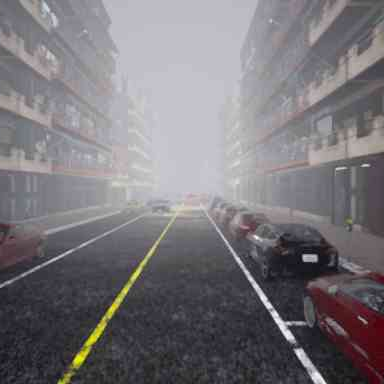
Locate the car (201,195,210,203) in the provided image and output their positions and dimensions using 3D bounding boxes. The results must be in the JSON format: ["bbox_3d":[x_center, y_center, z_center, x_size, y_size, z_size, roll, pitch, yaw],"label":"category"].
[{"bbox_3d":[2.681,1.323,66.651,1.752,1.417,4.829,-1,0,0],"label":"car"}]

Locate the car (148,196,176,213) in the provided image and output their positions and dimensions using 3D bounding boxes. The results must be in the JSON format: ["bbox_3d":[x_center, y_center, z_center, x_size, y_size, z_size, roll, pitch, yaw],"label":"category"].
[{"bbox_3d":[-3.092,1.428,35.057,2.033,1.411,5.357,0,0,0],"label":"car"}]

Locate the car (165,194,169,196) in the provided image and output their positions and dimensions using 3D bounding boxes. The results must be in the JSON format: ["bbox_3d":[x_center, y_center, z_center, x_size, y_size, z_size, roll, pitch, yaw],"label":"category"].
[{"bbox_3d":[-5.699,1.356,60.801,1.887,1.381,4.507,-1,0,0],"label":"car"}]

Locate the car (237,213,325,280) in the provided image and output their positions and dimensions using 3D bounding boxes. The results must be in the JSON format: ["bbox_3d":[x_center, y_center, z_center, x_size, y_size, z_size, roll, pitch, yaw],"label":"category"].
[{"bbox_3d":[2.681,1.529,9.635,1.947,1.339,4.313,-1,0,0],"label":"car"}]

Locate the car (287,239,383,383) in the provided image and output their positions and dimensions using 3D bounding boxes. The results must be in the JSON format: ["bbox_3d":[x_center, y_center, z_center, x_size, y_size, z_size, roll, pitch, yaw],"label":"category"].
[{"bbox_3d":[2.681,1.567,3.950,1.802,1.307,4.206,-1,0,0],"label":"car"}]

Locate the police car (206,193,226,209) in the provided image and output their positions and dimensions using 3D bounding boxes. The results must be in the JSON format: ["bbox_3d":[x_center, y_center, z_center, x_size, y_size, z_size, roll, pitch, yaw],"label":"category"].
[{"bbox_3d":[3.001,1.295,38.720,1.930,1.638,5.238,0,0,0],"label":"police car"}]

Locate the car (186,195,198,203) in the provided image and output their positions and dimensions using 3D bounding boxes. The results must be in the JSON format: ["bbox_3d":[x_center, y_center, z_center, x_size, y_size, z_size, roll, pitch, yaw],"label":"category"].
[{"bbox_3d":[0.001,1.352,63.815,2.033,1.411,5.357,0,0,0],"label":"car"}]

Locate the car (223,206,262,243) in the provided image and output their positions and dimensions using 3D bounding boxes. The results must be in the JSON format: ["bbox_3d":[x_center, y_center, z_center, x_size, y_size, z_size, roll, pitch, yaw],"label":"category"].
[{"bbox_3d":[2.681,1.525,15.319,1.802,1.307,4.206,-1,0,0],"label":"car"}]

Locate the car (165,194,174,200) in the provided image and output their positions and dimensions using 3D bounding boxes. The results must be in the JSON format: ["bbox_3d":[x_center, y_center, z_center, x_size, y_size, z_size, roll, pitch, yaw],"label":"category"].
[{"bbox_3d":[-5.699,1.306,83.539,1.887,1.381,4.507,-1,0,0],"label":"car"}]

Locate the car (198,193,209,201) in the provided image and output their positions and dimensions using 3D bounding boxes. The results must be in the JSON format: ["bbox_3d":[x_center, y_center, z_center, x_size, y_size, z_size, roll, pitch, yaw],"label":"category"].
[{"bbox_3d":[2.678,1.088,77.850,2.192,1.841,5.009,-1,0,0],"label":"car"}]

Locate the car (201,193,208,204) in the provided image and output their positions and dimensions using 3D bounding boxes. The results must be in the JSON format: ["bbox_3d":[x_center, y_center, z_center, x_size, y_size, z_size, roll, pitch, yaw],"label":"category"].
[{"bbox_3d":[2.678,1.126,60.796,2.192,1.841,5.009,-1,0,0],"label":"car"}]

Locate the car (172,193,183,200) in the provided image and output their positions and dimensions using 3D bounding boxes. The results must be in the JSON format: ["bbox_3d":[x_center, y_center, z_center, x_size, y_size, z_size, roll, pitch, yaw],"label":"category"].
[{"bbox_3d":[-2.998,1.067,77.346,1.837,1.490,4.892,0,0,0],"label":"car"}]

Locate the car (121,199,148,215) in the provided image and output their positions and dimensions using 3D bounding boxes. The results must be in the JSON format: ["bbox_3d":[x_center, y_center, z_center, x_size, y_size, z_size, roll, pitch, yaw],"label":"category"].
[{"bbox_3d":[-5.700,1.414,32.207,1.752,1.417,4.829,-1,0,0],"label":"car"}]

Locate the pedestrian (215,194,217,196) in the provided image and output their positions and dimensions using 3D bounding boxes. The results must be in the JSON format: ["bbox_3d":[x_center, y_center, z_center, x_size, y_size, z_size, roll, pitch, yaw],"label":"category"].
[{"bbox_3d":[3.001,1.154,41.717,0.375,1.860,0.375,-1,1,0],"label":"pedestrian"}]

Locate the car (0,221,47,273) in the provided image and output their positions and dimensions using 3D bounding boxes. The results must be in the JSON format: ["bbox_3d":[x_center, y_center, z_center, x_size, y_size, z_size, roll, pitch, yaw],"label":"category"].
[{"bbox_3d":[-5.699,1.546,9.637,1.802,1.307,4.206,-1,0,0],"label":"car"}]

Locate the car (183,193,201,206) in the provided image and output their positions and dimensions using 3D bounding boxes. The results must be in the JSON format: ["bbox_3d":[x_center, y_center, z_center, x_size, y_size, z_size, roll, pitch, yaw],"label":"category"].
[{"bbox_3d":[0.001,1.183,52.409,2.097,1.767,4.553,0,0,0],"label":"car"}]

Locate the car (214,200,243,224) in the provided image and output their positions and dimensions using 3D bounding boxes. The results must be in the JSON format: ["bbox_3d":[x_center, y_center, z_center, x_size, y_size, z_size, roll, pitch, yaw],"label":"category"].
[{"bbox_3d":[2.681,1.469,21.004,1.887,1.381,4.507,-1,0,0],"label":"car"}]

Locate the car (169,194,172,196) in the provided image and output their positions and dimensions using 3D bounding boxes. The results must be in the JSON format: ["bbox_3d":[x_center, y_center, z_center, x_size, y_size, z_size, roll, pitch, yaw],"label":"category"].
[{"bbox_3d":[-5.700,1.213,77.854,1.967,1.590,4.097,-1,0,0],"label":"car"}]

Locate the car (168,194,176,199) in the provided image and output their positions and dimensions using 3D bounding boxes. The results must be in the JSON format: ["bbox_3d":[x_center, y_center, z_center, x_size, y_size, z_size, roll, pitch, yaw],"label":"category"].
[{"bbox_3d":[-5.698,1.305,94.909,1.947,1.339,4.313,-1,0,0],"label":"car"}]

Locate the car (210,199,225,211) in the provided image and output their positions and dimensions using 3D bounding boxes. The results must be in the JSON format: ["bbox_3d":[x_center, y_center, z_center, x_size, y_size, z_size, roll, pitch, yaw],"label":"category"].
[{"bbox_3d":[2.681,1.488,26.689,1.802,1.307,4.206,-1,0,0],"label":"car"}]

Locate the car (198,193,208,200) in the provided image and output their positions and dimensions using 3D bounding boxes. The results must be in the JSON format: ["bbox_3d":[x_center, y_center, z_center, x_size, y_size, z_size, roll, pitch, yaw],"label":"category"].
[{"bbox_3d":[2.678,1.076,83.535,2.192,1.841,5.009,-1,0,0],"label":"car"}]

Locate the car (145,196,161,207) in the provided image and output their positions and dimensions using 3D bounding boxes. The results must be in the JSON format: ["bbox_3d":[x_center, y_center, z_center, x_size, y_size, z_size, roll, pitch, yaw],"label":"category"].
[{"bbox_3d":[-5.700,1.384,49.431,1.887,1.381,4.507,-1,0,0],"label":"car"}]
